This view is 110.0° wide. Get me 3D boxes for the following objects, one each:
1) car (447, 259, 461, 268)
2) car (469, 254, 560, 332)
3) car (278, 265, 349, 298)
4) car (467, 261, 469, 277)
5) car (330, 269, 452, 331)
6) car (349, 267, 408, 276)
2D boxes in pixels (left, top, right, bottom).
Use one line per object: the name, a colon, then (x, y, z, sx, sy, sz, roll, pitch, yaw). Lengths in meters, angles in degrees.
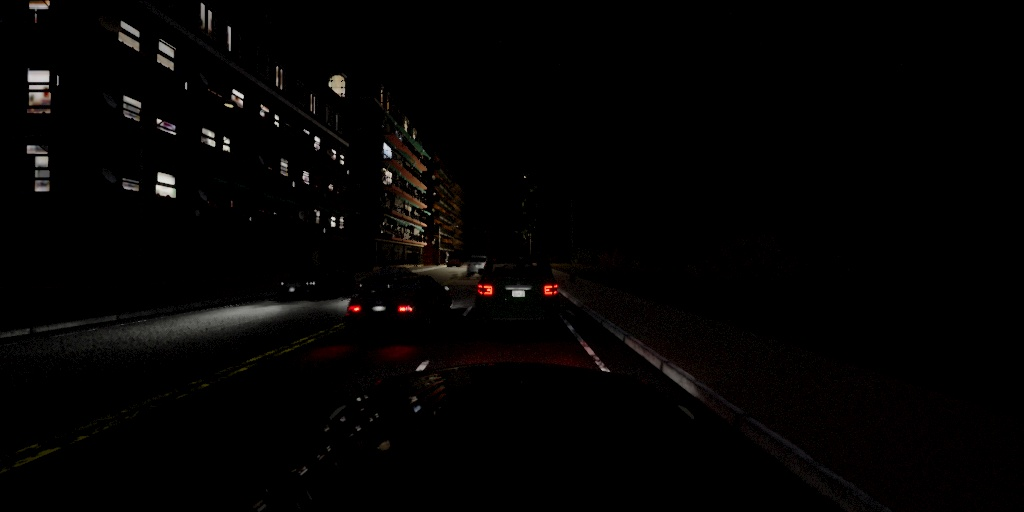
car: (-9.758, 1.230, 60.519, 1.882, 1.535, 5.008, 0, 0, 0)
car: (0.115, 0.973, 11.040, 2.150, 2.045, 5.566, 0, 0, -1)
car: (-9.831, 1.244, 18.479, 2.128, 1.511, 4.902, 0, 0, 0)
car: (-3.112, 0.977, 35.187, 2.150, 2.045, 5.566, 0, 0, 0)
car: (-3.140, 1.298, 10.992, 2.033, 1.411, 5.357, 0, 0, 0)
car: (-6.578, 1.300, 19.699, 2.033, 1.411, 5.357, 0, 0, 0)
